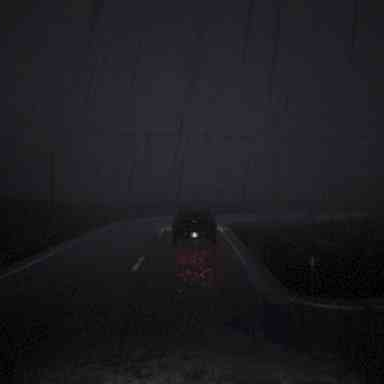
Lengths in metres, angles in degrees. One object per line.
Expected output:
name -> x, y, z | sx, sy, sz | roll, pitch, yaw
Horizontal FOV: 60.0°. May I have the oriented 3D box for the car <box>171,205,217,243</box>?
car -> 0.106, 1.343, 15.149 | 1.837, 1.490, 4.892 | 0, 1, 0
